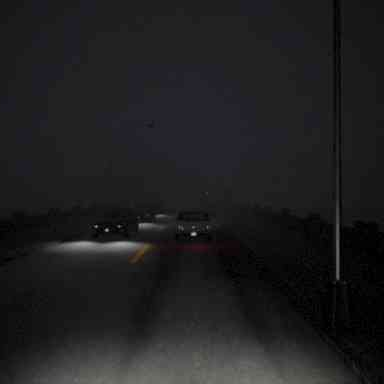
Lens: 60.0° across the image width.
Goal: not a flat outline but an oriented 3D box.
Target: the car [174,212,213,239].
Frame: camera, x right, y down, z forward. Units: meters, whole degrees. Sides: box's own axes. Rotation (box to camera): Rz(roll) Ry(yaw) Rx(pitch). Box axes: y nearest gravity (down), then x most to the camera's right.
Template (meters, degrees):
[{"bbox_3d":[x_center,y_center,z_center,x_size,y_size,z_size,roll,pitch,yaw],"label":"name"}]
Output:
[{"bbox_3d":[0.068,1.703,17.969,1.895,1.301,4.718,0,0,0],"label":"car"}]

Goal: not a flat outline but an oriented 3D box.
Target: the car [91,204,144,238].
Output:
[{"bbox_3d":[-4.122,1.611,18.511,1.837,1.490,4.892,0,0,0],"label":"car"}]

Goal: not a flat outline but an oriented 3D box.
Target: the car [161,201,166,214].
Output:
[{"bbox_3d":[-4.055,1.766,38.549,2.033,1.411,5.357,0,0,0],"label":"car"}]

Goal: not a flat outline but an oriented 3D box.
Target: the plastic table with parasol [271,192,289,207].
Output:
[{"bbox_3d":[15.087,1.245,57.040,2.482,2.480,2.482,0,0,0],"label":"plastic table with parasol"}]

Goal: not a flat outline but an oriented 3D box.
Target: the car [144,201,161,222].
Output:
[{"bbox_3d":[-4.113,1.708,28.209,2.033,1.411,5.357,0,0,0],"label":"car"}]
